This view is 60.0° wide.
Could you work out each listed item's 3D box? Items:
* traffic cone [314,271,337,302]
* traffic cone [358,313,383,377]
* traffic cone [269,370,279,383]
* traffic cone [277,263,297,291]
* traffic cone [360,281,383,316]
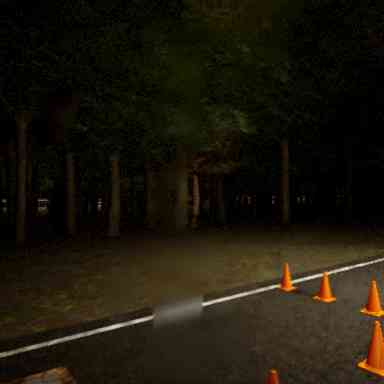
[{"bbox_3d":[2.830,1.976,7.072,0.340,0.580,0.340,0,0,-36],"label":"traffic cone"},{"bbox_3d":[2.384,1.967,4.280,0.340,0.580,0.340,0,0,-36],"label":"traffic cone"},{"bbox_3d":[0.765,1.966,3.106,0.340,0.580,0.340,0,0,-36],"label":"traffic cone"},{"bbox_3d":[2.243,1.981,7.882,0.340,0.580,0.340,0,0,-36],"label":"traffic cone"},{"bbox_3d":[3.417,1.972,6.262,0.340,0.580,0.340,0,0,-36],"label":"traffic cone"}]
